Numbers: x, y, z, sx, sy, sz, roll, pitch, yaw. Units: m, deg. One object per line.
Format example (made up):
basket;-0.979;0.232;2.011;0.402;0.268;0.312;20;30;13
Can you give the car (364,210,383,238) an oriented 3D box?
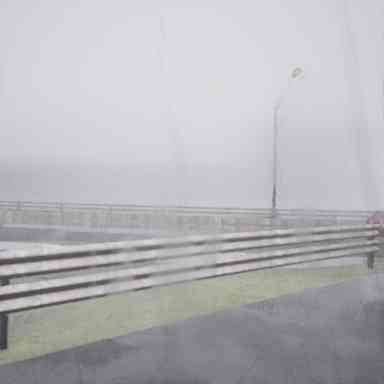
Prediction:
car;11.790;1.748;17.866;4.553;1.767;2.097;1;-1;0
